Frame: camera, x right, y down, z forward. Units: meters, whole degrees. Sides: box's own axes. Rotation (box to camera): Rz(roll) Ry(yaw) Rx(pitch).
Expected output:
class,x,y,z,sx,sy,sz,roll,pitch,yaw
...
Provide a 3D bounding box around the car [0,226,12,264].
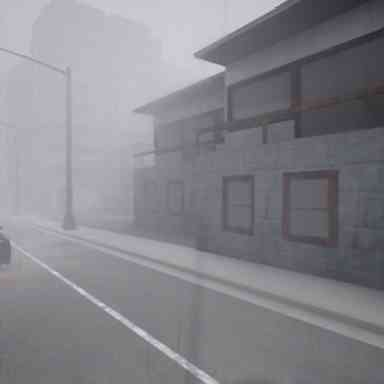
class,x,y,z,sx,sy,sz,roll,pitch,yaw
car,-7.712,1.735,11.768,1.994,1.385,4.181,0,-1,-36
